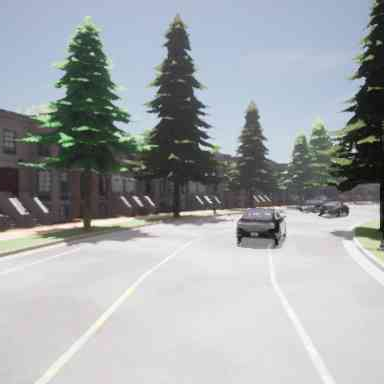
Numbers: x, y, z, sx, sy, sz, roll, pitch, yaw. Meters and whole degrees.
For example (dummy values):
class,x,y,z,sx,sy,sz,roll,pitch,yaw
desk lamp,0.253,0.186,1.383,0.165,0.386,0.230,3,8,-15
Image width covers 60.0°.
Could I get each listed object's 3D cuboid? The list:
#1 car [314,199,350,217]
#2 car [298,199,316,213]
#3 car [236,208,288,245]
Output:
class,x,y,z,sx,sy,sz,roll,pitch,yaw
car,13.791,1.626,32.208,1.812,1.442,4.674,0,0,40
car,13.831,1.591,38.010,2.128,1.511,4.902,0,0,41
car,3.395,1.514,15.831,2.128,1.511,4.902,0,0,20
